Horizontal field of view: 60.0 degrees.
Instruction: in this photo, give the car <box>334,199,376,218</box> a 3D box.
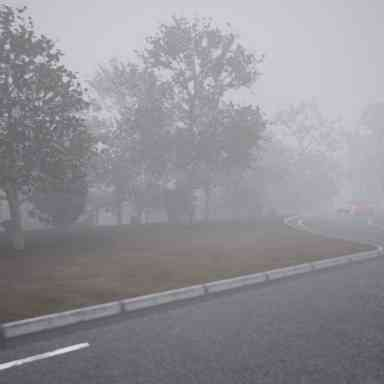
[{"bbox_3d":[15.802,1.477,32.194,4.553,1.767,2.097,0,0,-36],"label":"car"}]
